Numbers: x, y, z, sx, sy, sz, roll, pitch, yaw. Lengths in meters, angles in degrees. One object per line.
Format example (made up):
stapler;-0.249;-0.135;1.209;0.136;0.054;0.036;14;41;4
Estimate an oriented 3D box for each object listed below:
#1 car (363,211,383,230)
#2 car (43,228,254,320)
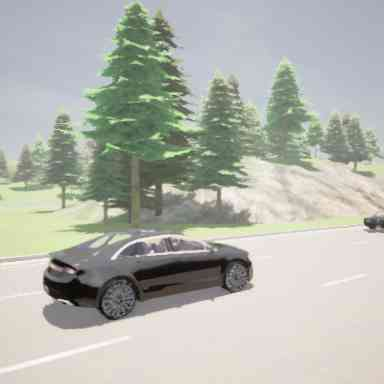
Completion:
car;13.293;1.859;21.749;4.718;1.301;1.895;0;-1;-35
car;-0.701;1.587;7.546;4.902;1.511;2.128;0;-1;-35
